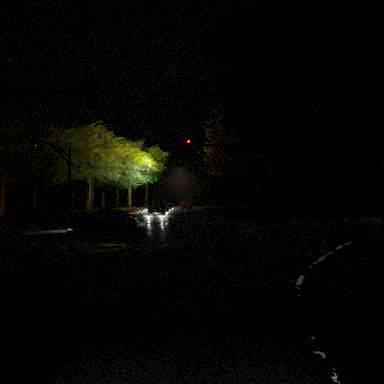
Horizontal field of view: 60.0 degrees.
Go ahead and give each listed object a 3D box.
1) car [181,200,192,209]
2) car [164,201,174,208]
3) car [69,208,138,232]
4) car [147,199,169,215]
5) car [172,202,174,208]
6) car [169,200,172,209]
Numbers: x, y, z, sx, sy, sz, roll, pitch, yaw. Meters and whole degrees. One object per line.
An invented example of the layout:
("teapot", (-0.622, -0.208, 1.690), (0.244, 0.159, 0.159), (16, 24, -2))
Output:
("car", (-0.953, 2.216, 58.964), (1.882, 1.535, 5.008), (0, -1, -1))
("car", (-4.794, 2.592, 69.224), (1.895, 1.301, 4.718), (0, -2, -1))
("car", (-5.567, 1.721, 21.172), (4.181, 1.385, 1.994), (-2, 0, 2))
("car", (-4.196, 1.902, 40.092), (1.837, 1.490, 4.892), (0, -1, -1))
("car", (-4.607, 2.075, 58.019), (2.097, 1.767, 4.553), (0, -1, -1))
("car", (-4.405, 2.079, 49.085), (1.812, 1.442, 4.674), (0, -1, -1))
